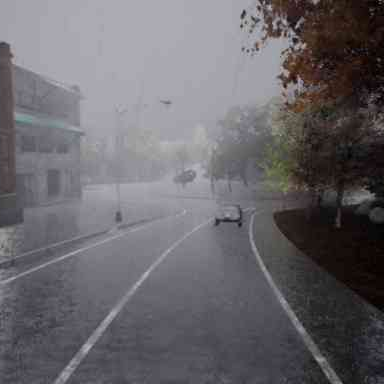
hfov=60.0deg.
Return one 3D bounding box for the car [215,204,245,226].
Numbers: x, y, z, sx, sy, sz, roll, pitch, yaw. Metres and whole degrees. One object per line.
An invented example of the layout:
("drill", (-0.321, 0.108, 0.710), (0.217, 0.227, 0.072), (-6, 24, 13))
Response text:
("car", (2.727, 1.563, 23.751), (2.033, 1.411, 5.357), (1, 0, 11))
